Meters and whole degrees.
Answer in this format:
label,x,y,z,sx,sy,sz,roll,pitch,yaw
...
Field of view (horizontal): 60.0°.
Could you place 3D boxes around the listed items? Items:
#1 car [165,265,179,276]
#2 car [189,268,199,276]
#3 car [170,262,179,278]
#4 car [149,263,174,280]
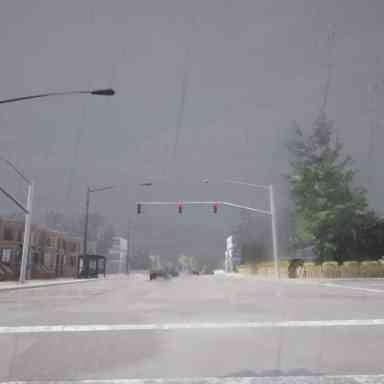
label,x,y,z,sx,sy,sz,roll,pitch,yaw
car,-3.301,13.131,55.501,2.097,1.767,4.553,-1,-13,0
car,0.393,14.644,61.314,2.033,1.411,5.357,-1,-13,0
car,-3.363,10.786,46.091,2.150,2.045,5.566,-1,-13,0
car,-3.420,8.774,36.101,2.033,1.411,5.357,-1,-13,0
